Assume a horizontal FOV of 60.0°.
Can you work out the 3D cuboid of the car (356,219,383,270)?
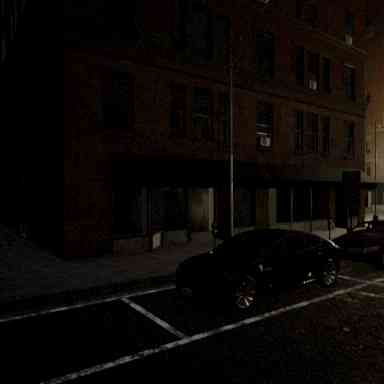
[{"bbox_3d":[6.173,1.579,10.893,4.206,1.307,1.802,0,0,-35],"label":"car"}]

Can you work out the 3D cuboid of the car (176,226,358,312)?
[{"bbox_3d":[1.683,1.564,7.714,4.313,1.339,1.947,0,0,-35],"label":"car"}]
